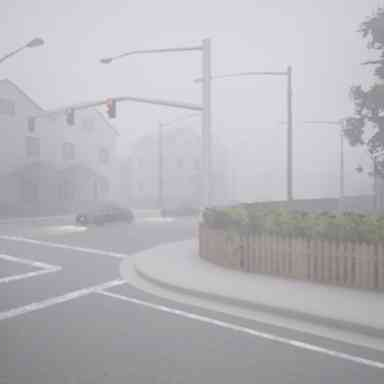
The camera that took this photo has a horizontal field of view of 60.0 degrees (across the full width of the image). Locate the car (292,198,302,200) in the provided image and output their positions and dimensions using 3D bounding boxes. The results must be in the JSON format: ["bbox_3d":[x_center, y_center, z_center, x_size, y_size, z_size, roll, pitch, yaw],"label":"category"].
[{"bbox_3d":[14.596,1.515,46.818,2.128,1.511,4.902,0,0,35],"label":"car"}]

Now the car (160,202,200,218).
[{"bbox_3d":[-1.049,1.593,30.739,1.994,1.385,4.181,0,0,34],"label":"car"}]

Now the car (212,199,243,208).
[{"bbox_3d":[4.105,1.507,38.152,1.882,1.535,5.008,0,0,35],"label":"car"}]

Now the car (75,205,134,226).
[{"bbox_3d":[-6.064,1.593,23.482,1.994,1.385,4.181,0,0,35],"label":"car"}]

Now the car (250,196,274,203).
[{"bbox_3d":[9.775,1.381,46.294,2.097,1.767,4.553,0,0,35],"label":"car"}]
